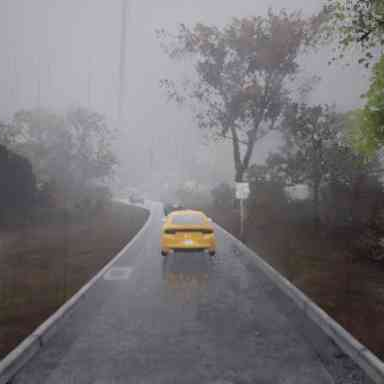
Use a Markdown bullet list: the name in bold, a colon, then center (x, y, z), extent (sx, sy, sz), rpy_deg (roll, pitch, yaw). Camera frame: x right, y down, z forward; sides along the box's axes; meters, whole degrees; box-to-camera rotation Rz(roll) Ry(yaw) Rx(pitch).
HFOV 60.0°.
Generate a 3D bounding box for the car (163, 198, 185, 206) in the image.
- **car**: center (-1.790, 1.379, 33.494), extent (2.097, 1.767, 4.553), rpy_deg (0, 0, -6)

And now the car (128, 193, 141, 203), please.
- **car**: center (-12.096, 1.153, 70.212), extent (2.150, 2.045, 5.566), rpy_deg (0, 0, -15)

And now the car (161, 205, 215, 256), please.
- **car**: center (-0.197, 1.489, 13.316), extent (1.882, 1.535, 5.008), rpy_deg (0, 0, -2)

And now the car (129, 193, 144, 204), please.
- **car**: center (-10.208, 1.391, 62.461), extent (2.097, 1.767, 4.553), rpy_deg (0, 0, -14)
